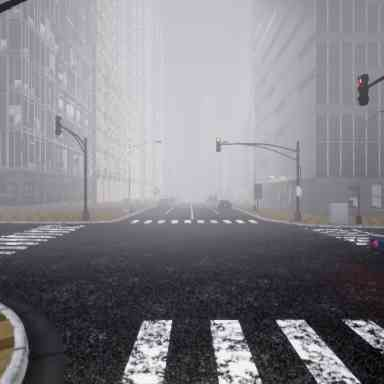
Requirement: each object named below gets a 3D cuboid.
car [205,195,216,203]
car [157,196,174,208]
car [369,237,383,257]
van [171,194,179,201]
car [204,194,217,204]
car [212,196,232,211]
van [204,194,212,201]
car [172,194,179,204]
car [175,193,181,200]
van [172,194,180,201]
[{"bbox_3d":[3.843,1.432,69.461,1.967,1.590,4.097,0,0,0],"label":"car"},{"bbox_3d":[-3.970,1.592,47.326,1.802,1.307,4.206,0,0,0],"label":"car"},{"bbox_3d":[8.344,1.776,10.456,4.718,1.301,1.895,1,0,-3],"label":"car"},{"bbox_3d":[-4.071,1.321,80.492,1.690,1.788,3.998,0,0,0],"label":"van"},{"bbox_3d":[3.860,1.313,63.932,2.192,1.841,5.009,0,0,0],"label":"car"},{"bbox_3d":[3.976,1.579,41.824,1.947,1.339,4.313,0,0,0],"label":"car"},{"bbox_3d":[3.809,1.321,80.516,1.690,1.788,3.998,0,0,0],"label":"van"},{"bbox_3d":[-4.020,1.564,63.909,1.947,1.339,4.313,0,0,0],"label":"car"},{"bbox_3d":[-4.054,1.426,74.964,1.967,1.590,4.097,0,0,0],"label":"car"},{"bbox_3d":[-4.088,1.315,86.019,1.690,1.788,3.998,0,0,0],"label":"van"}]
